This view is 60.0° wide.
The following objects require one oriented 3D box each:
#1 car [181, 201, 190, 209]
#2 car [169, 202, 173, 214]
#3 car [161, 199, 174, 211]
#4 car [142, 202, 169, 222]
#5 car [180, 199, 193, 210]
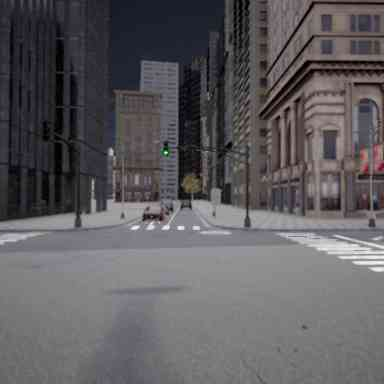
[{"bbox_3d":[-1.362,2.819,73.008,1.837,1.490,4.892,0,-1,-1],"label":"car"},{"bbox_3d":[-3.881,2.298,42.595,1.994,1.385,4.181,0,-1,-1],"label":"car"},{"bbox_3d":[-4.087,2.157,53.624,2.150,2.045,5.566,0,-1,-1],"label":"car"},{"bbox_3d":[-3.681,2.034,32.711,1.882,1.535,5.008,0,-1,0],"label":"car"},{"bbox_3d":[-1.069,2.339,62.587,2.150,2.045,5.566,0,-1,-1],"label":"car"}]
